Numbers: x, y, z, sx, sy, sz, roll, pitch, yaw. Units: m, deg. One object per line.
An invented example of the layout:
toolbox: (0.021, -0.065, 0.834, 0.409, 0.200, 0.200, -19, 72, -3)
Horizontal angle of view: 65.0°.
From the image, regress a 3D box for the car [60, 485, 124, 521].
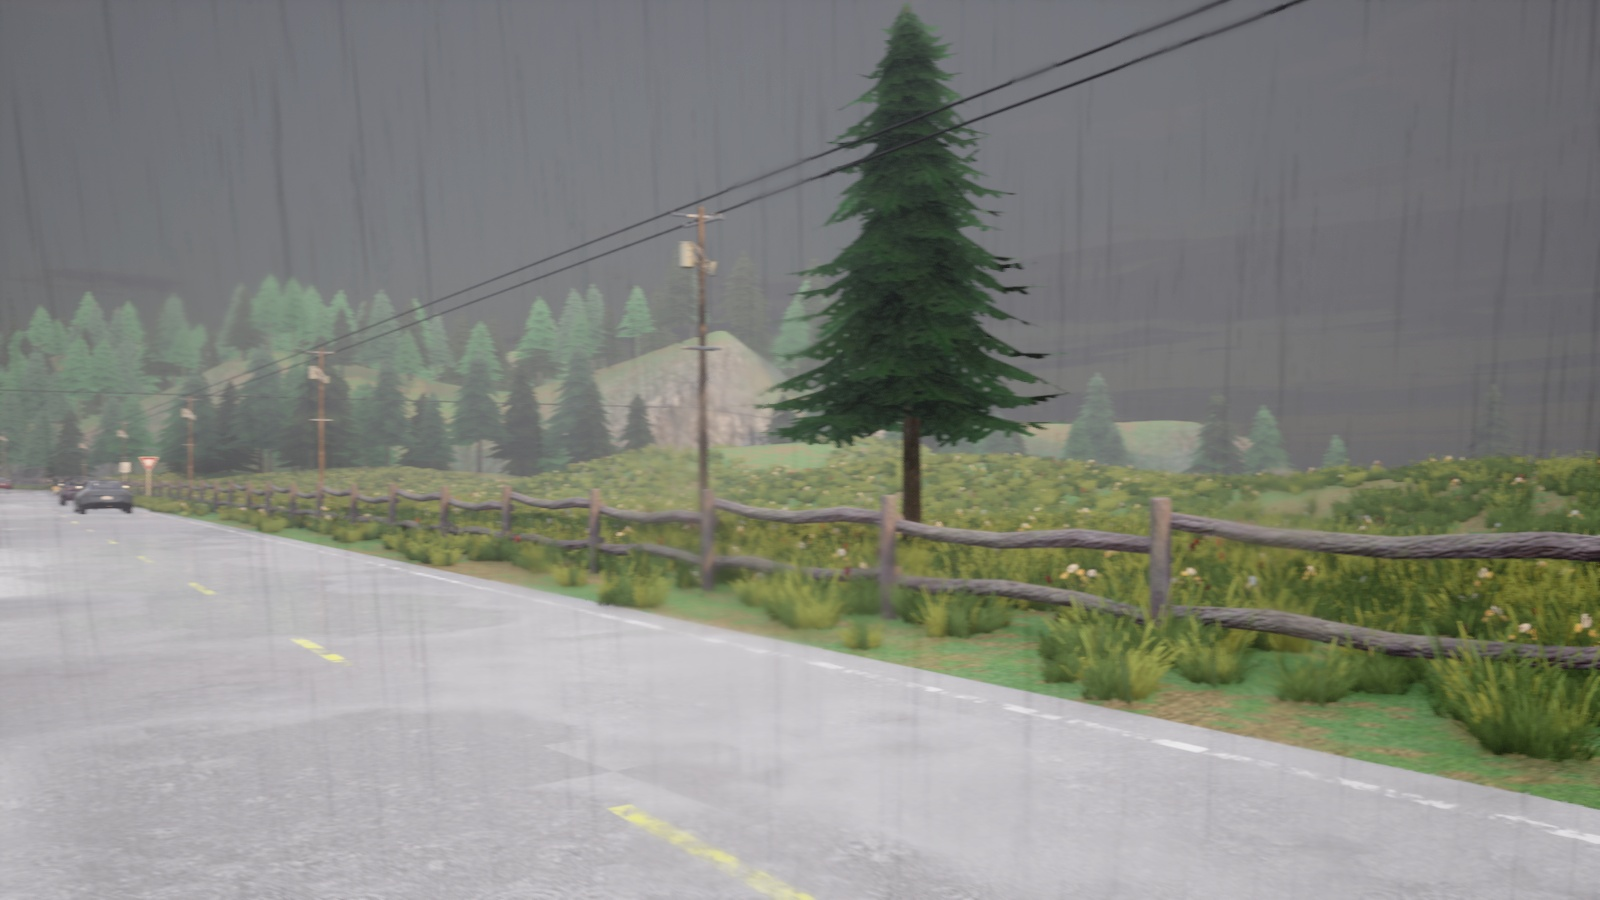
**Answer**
car: (-29.325, 2.171, 51.963, 1.994, 1.385, 4.181, 0, -1, -33)

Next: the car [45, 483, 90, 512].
car: (-38.569, 2.488, 66.070, 1.816, 1.474, 4.193, 0, -1, -33)
